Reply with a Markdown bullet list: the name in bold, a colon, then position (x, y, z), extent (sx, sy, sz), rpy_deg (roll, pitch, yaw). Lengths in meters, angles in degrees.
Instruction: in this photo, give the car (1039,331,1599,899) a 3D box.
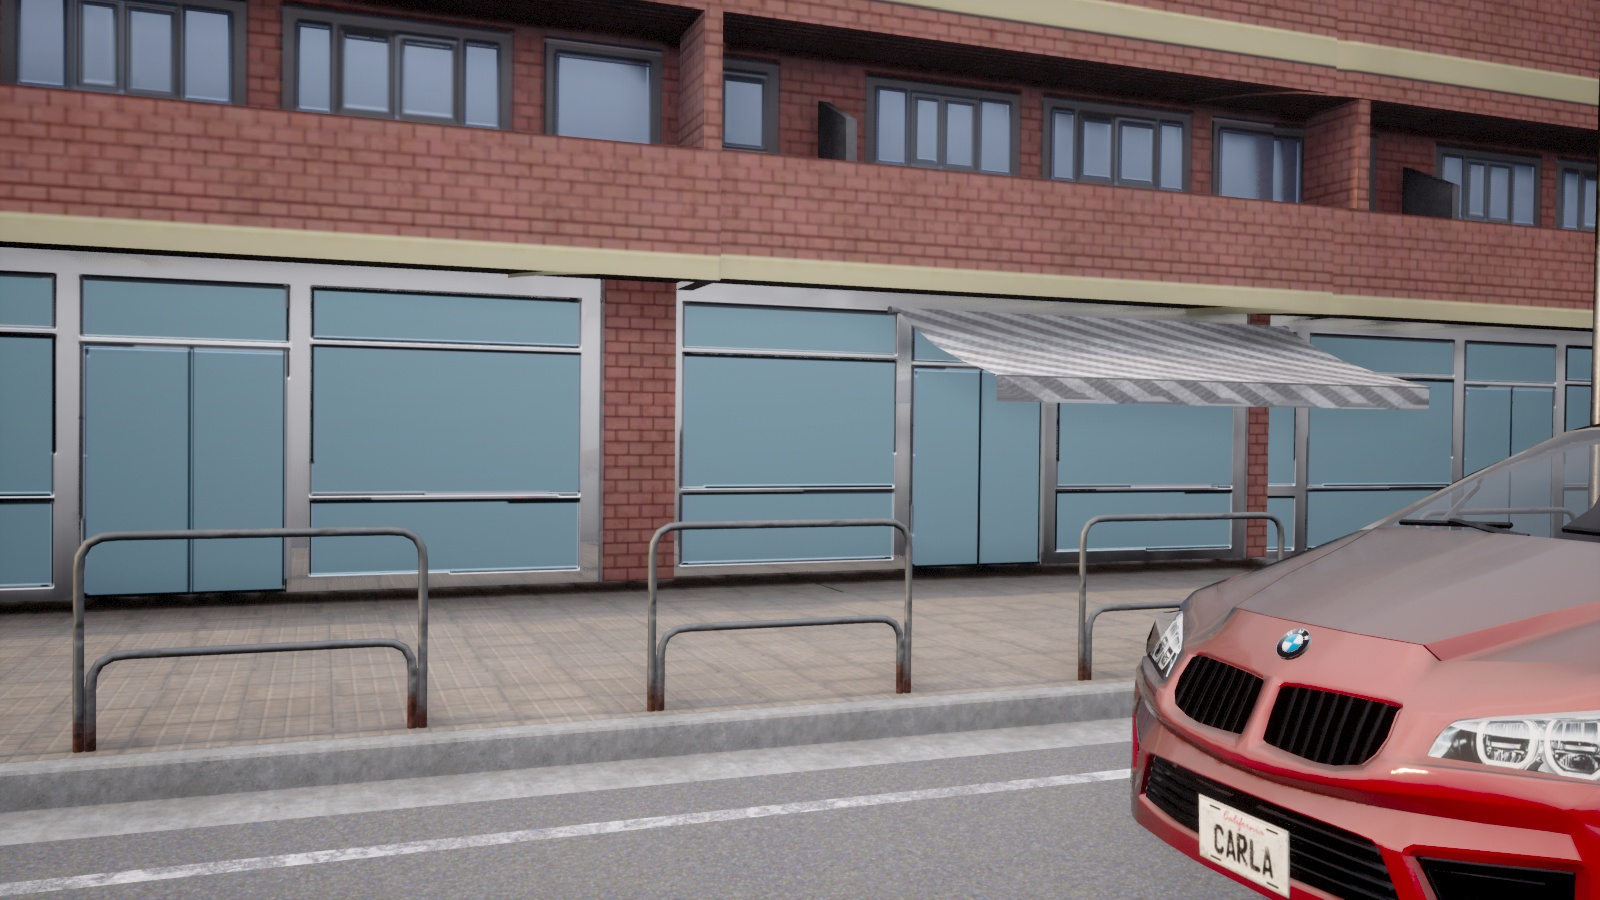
- **car**: position (3.469, 0.531, 4.556), extent (4.611, 1.667, 2.242), rpy_deg (-1, 1, -21)
